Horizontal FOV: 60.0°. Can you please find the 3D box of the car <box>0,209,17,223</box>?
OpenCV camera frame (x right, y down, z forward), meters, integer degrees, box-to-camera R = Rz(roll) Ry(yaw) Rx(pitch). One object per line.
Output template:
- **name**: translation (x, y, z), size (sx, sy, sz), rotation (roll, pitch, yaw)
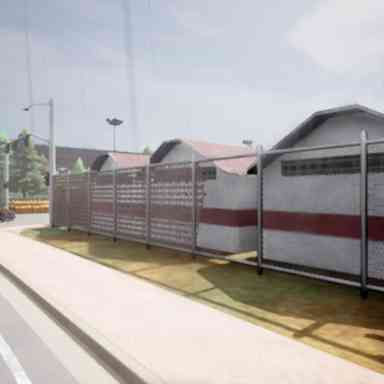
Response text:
- **car**: translation (-14.988, 1.609, 23.528), size (2.033, 1.411, 5.357), rotation (0, 0, 11)
